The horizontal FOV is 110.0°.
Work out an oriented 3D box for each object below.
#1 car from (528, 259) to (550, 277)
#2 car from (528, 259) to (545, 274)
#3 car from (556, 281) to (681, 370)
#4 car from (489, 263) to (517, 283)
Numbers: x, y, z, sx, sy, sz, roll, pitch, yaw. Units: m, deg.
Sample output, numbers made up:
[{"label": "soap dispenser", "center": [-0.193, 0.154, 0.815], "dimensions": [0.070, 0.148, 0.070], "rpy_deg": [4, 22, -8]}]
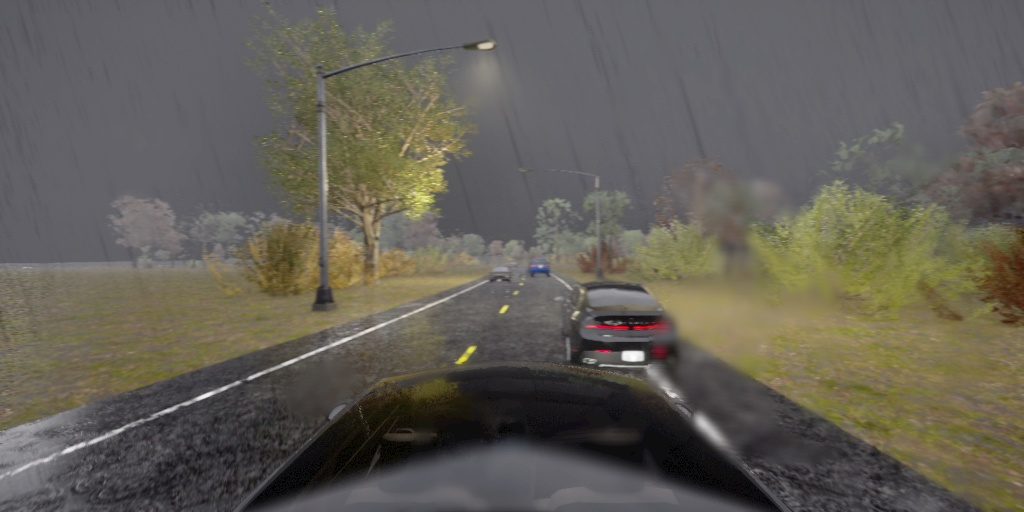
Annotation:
[{"label": "car", "center": [3.207, 1.332, 41.355], "dimensions": [2.150, 2.045, 5.566], "rpy_deg": [-1, -1, 3]}, {"label": "car", "center": [3.539, 1.438, 52.904], "dimensions": [2.150, 2.045, 5.566], "rpy_deg": [-1, -1, 1]}, {"label": "car", "center": [2.048, 1.287, 7.813], "dimensions": [1.837, 1.490, 4.892], "rpy_deg": [-1, -1, 5]}, {"label": "car", "center": [-0.924, 1.653, 32.331], "dimensions": [2.033, 1.411, 5.357], "rpy_deg": [-1, -1, 3]}]
